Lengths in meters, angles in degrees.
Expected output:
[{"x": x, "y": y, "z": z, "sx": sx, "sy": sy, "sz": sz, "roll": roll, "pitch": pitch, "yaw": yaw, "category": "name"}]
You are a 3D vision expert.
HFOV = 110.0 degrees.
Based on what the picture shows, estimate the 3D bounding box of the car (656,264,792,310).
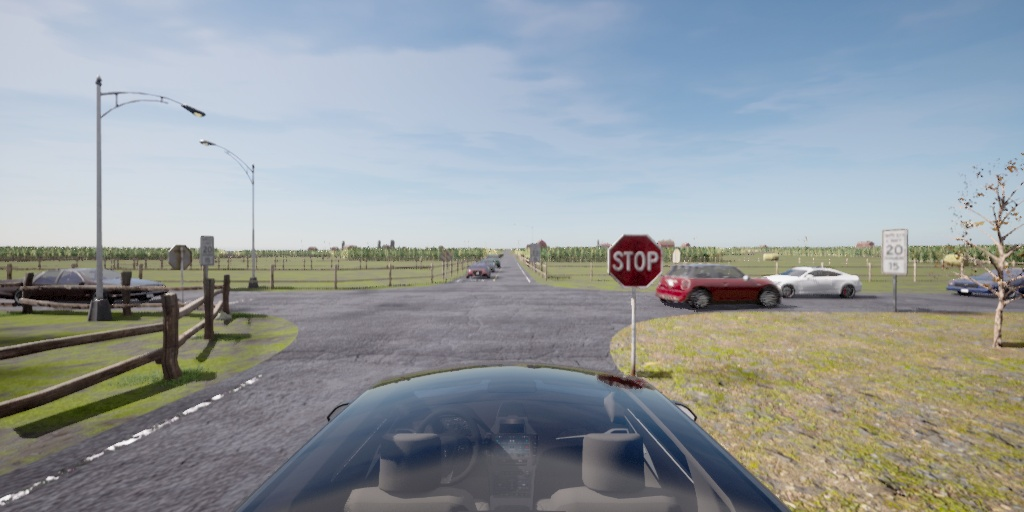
[{"x": 8.291, "y": 1.109, "z": 14.444, "sx": 4.553, "sy": 1.767, "sz": 2.097, "roll": 0, "pitch": 1, "yaw": -11, "category": "car"}]

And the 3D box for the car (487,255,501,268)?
[{"x": -2.904, "y": 0.793, "z": 54.882, "sx": 2.150, "sy": 2.045, "sz": 5.566, "roll": 0, "pitch": 0, "yaw": 0, "category": "car"}]

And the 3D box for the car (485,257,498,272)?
[{"x": -2.913, "y": 1.136, "z": 41.726, "sx": 1.837, "sy": 1.490, "sz": 4.892, "roll": 0, "pitch": 0, "yaw": 0, "category": "car"}]

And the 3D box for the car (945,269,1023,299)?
[{"x": 25.030, "y": 1.333, "z": 17.724, "sx": 5.357, "sy": 1.411, "sz": 2.033, "roll": 0, "pitch": 0, "yaw": 0, "category": "car"}]

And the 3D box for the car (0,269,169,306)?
[{"x": -17.409, "y": 1.224, "z": 14.601, "sx": 5.357, "sy": 1.411, "sz": 2.033, "roll": 0, "pitch": 0, "yaw": 0, "category": "car"}]

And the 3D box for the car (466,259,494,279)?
[{"x": -2.890, "y": 1.235, "z": 31.407, "sx": 1.994, "sy": 1.385, "sz": 4.181, "roll": 0, "pitch": 0, "yaw": -2, "category": "car"}]

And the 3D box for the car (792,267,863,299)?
[{"x": 14.483, "y": 1.281, "z": 17.681, "sx": 4.674, "sy": 1.442, "sz": 1.812, "roll": 0, "pitch": 0, "yaw": 0, "category": "car"}]
